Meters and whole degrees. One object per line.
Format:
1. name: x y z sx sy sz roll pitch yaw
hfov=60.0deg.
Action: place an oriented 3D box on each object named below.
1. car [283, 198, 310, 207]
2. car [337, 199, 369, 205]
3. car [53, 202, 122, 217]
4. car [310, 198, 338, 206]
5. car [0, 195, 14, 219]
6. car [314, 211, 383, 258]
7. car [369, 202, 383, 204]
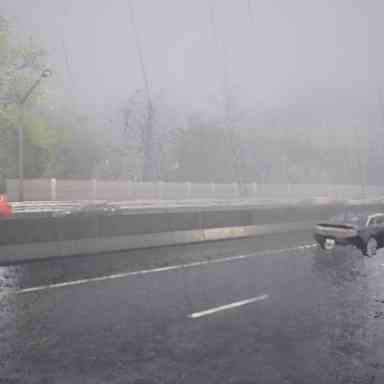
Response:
1. car: 14.495 1.570 44.413 5.357 1.411 2.033 0 0 -35
2. car: 19.703 1.549 39.532 4.674 1.442 1.812 0 0 -35
3. car: -7.561 1.506 24.393 4.892 1.490 1.837 0 0 -35
4. car: 17.624 1.501 42.346 5.008 1.535 1.882 0 0 -35
5. car: -15.128 1.223 22.337 5.566 2.045 2.150 0 0 -38
6. car: 6.735 1.493 12.850 4.902 1.511 2.128 0 0 -35
7. car: 22.551 1.572 37.264 5.357 1.411 2.033 0 0 -35
